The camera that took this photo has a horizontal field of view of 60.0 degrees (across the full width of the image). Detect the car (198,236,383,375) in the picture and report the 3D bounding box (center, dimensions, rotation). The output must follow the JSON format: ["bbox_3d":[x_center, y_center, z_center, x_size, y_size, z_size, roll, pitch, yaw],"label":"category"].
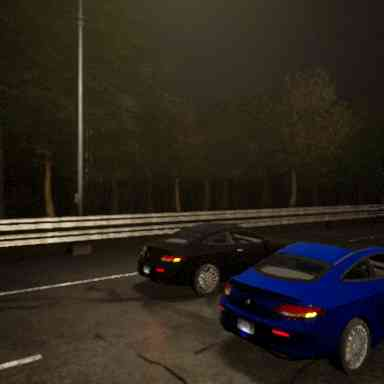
[{"bbox_3d":[2.553,1.537,5.570,4.674,1.442,1.812,0,0,-36],"label":"car"}]

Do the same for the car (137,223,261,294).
[{"bbox_3d":[0.867,1.538,8.669,4.674,1.442,1.812,0,0,-35],"label":"car"}]
